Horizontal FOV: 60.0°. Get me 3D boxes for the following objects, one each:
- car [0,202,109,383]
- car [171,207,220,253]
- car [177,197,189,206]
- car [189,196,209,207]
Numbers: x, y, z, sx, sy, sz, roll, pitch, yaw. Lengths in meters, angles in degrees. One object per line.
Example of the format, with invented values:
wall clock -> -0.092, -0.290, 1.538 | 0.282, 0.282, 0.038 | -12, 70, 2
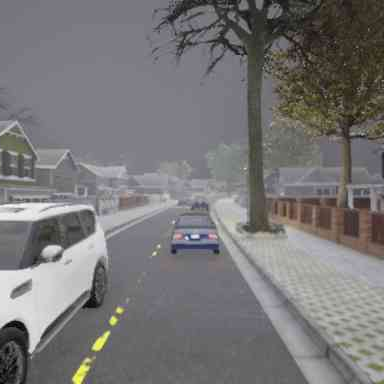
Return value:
car -> -2.846, 1.226, 4.971 | 2.150, 2.045, 5.566 | 0, 0, 0
car -> 0.125, 1.552, 13.753 | 2.033, 1.411, 5.357 | 0, 0, 0
car -> -1.106, 1.465, 51.496 | 2.033, 1.411, 5.357 | 0, 0, 5
car -> 1.078, 1.296, 41.547 | 2.097, 1.767, 4.553 | 0, 0, 3
